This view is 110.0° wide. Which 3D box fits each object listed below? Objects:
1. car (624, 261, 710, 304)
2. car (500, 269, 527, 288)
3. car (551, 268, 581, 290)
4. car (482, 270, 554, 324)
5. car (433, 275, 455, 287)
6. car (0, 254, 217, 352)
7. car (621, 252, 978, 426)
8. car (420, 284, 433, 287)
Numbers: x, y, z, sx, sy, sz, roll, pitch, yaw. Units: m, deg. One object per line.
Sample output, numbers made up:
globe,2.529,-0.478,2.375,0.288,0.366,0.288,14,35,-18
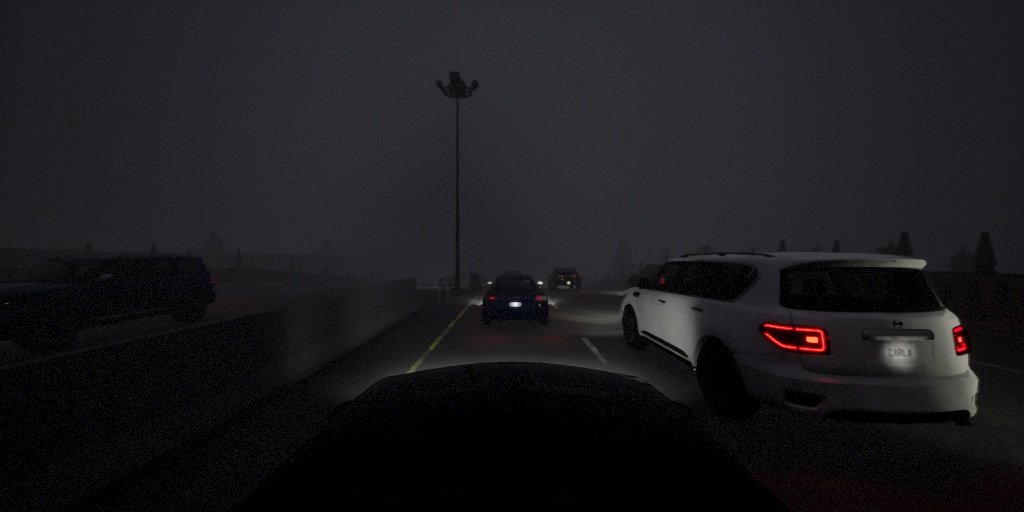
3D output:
car,7.093,1.147,17.064,2.097,1.767,4.553,0,-1,0
car,0.088,1.914,29.798,2.033,1.411,5.357,0,-4,0
car,3.589,1.579,25.114,1.837,1.490,4.892,0,-3,0
car,0.096,1.317,11.974,1.994,1.385,4.181,0,0,0
car,-7.069,2.900,40.765,2.128,1.511,4.902,0,-7,0
car,-10.603,0.972,9.232,2.150,2.045,5.566,0,0,0
car,3.597,0.973,6.013,2.150,2.045,5.566,0,0,0
car,-14.022,5.318,59.464,2.033,1.411,5.357,0,-7,0
